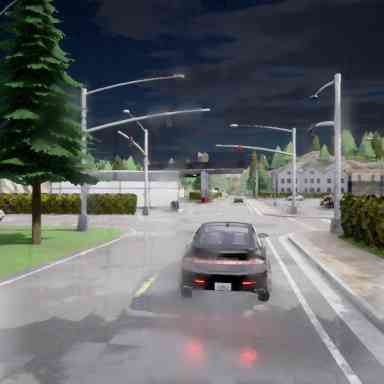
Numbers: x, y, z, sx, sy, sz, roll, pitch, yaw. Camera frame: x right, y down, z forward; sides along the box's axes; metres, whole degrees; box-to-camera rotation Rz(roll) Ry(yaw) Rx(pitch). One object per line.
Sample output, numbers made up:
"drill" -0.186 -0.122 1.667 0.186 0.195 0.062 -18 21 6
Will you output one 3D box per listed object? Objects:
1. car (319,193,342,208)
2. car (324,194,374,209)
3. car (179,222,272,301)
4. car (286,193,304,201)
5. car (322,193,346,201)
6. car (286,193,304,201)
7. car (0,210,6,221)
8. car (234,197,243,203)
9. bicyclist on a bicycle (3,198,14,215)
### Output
"car" 18.680 1.330 41.724 5.027 1.636 2.152 0 0 8
"car" 18.297 1.340 38.610 4.514 1.523 2.007 0 0 8
"car" 0.886 1.492 8.398 2.128 1.511 4.902 0 0 8
"car" 24.442 1.077 78.866 3.866 1.878 1.905 0 0 8
"car" 31.779 1.097 74.520 4.605 1.855 1.932 0 0 8
"car" 23.376 1.361 75.658 3.806 1.475 1.970 0 0 8
"car" -16.575 1.526 25.188 4.674 1.442 1.812 0 0 8
"car" 9.451 1.601 67.387 1.895 1.301 4.718 0 0 8
"bicyclist on a bicycle" -17.956 1.453 32.524 0.582 1.620 1.656 0 0 7
